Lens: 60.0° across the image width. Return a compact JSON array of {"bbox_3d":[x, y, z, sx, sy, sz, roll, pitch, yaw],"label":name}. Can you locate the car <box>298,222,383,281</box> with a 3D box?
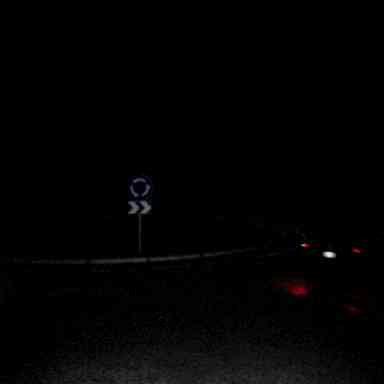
[{"bbox_3d":[4.895,1.621,10.233,1.994,1.385,4.181,0,0,41],"label":"car"}]
